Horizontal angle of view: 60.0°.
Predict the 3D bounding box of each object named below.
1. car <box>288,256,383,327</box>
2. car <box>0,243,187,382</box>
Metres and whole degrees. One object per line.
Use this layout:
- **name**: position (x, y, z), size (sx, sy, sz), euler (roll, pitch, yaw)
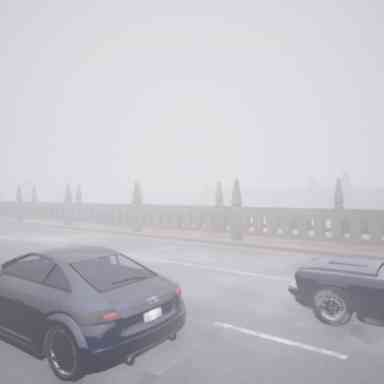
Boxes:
- **car**: position (4.087, 1.600, 5.376), size (4.718, 1.301, 1.895), euler (0, 0, 35)
- **car**: position (-2.144, 1.580, 5.519), size (4.181, 1.385, 1.994), euler (0, 0, 35)
